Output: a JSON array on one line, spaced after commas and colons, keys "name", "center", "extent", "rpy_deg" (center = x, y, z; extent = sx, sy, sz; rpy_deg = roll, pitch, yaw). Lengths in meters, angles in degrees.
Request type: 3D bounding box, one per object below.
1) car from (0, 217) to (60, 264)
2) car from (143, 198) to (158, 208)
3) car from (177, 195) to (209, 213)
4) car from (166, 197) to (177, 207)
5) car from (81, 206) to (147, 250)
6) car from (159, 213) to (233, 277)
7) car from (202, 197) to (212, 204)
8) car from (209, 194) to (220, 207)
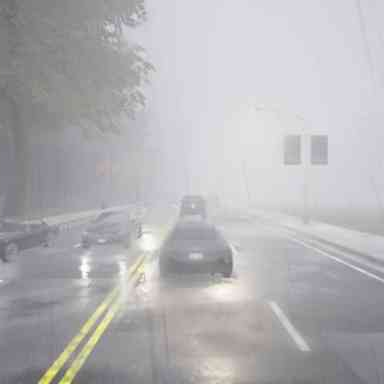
[{"name": "car", "center": [-6.599, 1.622, 12.091], "extent": [1.895, 1.301, 4.718], "rpy_deg": [0, 0, 0]}, {"name": "car", "center": [-6.562, 1.687, 52.701], "extent": [1.812, 1.442, 4.674], "rpy_deg": [0, 0, 0]}, {"name": "car", "center": [0.104, 1.286, 29.006], "extent": [2.150, 2.045, 5.566], "rpy_deg": [0, 0, 0]}, {"name": "car", "center": [-3.300, 1.682, 56.098], "extent": [1.837, 1.490, 4.892], "rpy_deg": [0, 0, 0]}, {"name": "car", "center": [-3.348, 1.552, 14.650], "extent": [1.812, 1.442, 4.674], "rpy_deg": [0, 0, 0]}, {"name": "car", "center": [0.102, 1.581, 10.332], "extent": [1.994, 1.385, 4.181], "rpy_deg": [0, 0, 0]}, {"name": "car", "center": [3.258, 1.812, 72.454], "extent": [1.994, 1.385, 4.181], "rpy_deg": [0, 0, 0]}, {"name": "car", "center": [3.357, 1.391, 54.614], "extent": [2.150, 2.045, 5.566], "rpy_deg": [0, 0, 0]}]
